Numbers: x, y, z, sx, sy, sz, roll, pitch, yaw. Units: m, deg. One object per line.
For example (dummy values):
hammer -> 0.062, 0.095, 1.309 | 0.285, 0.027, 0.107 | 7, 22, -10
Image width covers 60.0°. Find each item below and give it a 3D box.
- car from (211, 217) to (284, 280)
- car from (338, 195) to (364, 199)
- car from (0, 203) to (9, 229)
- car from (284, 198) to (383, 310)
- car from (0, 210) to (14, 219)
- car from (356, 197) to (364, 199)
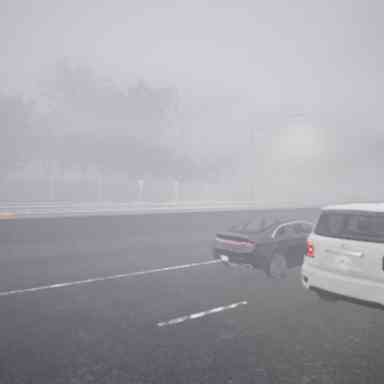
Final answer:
car -> 2.822, 1.516, 10.059 | 4.902, 1.511, 2.128 | 0, 0, -35
car -> 21.302, 1.371, 44.956 | 5.566, 2.045, 2.150 | 1, 0, -35
car -> -13.908, 1.477, 19.867 | 5.008, 1.535, 1.882 | 0, 0, -36
car -> 4.707, 1.246, 7.105 | 5.566, 2.045, 2.150 | 0, 0, -36
car -> -11.856, 1.477, 17.031 | 5.008, 1.535, 1.882 | 0, 0, -36
car -> 23.114, 1.653, 41.955 | 4.892, 1.490, 1.837 | 1, -1, -35
